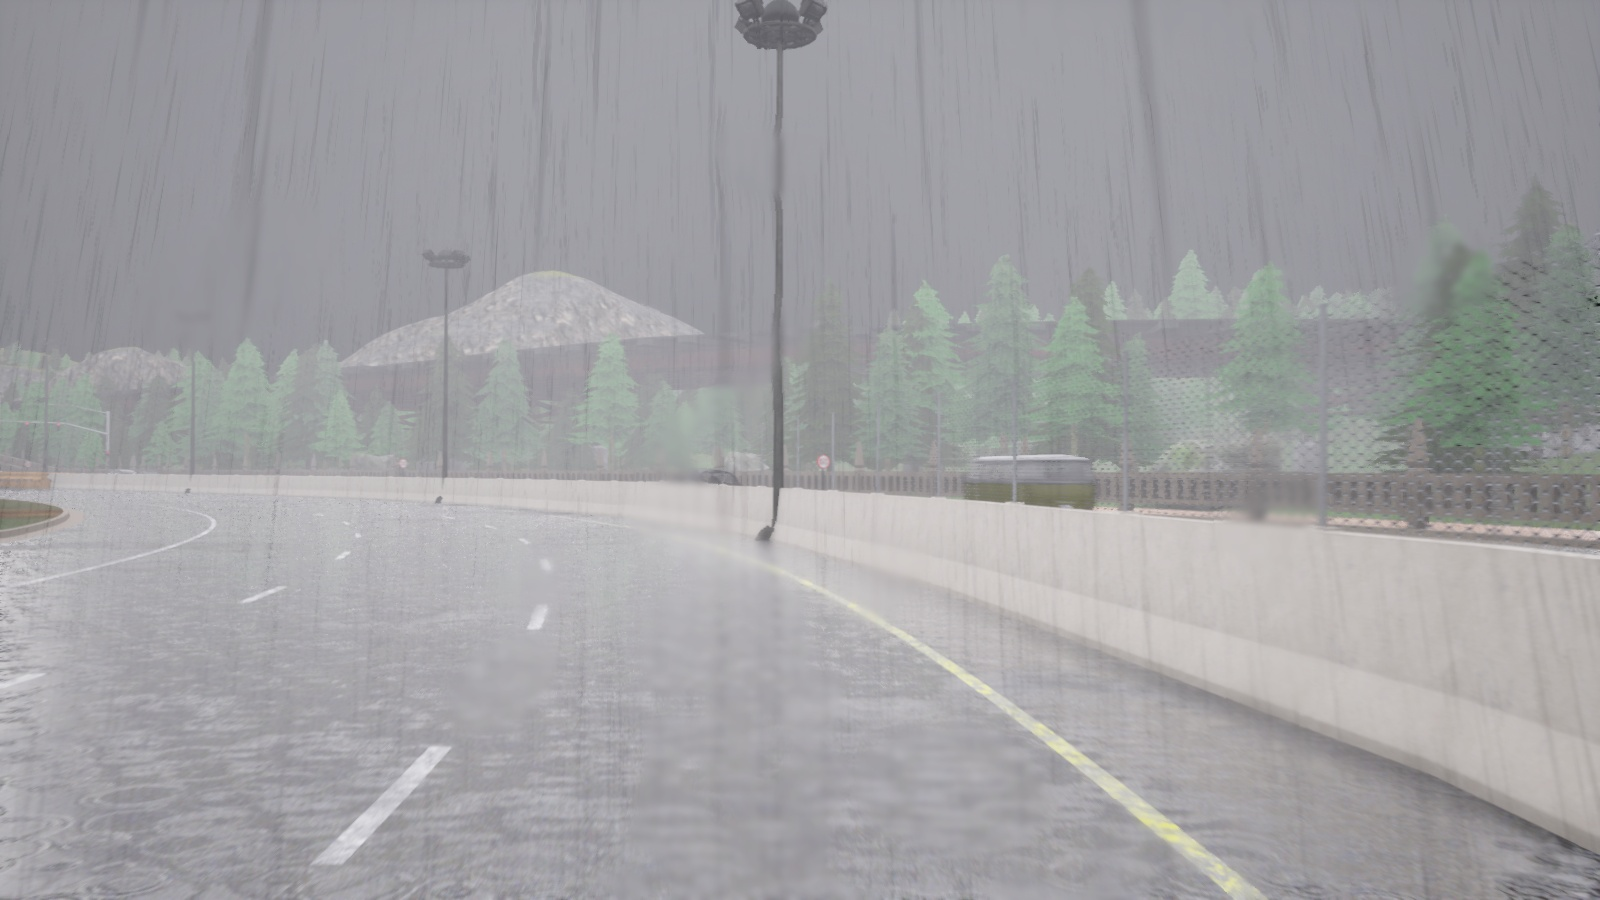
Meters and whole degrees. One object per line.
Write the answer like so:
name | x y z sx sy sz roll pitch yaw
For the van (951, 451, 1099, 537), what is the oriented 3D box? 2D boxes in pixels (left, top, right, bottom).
van | 5.539 1.070 31.521 1.775 1.987 4.442 0 -1 -17

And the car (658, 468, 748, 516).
car | -3.503 1.477 44.703 1.851 1.617 3.988 0 -1 -26
